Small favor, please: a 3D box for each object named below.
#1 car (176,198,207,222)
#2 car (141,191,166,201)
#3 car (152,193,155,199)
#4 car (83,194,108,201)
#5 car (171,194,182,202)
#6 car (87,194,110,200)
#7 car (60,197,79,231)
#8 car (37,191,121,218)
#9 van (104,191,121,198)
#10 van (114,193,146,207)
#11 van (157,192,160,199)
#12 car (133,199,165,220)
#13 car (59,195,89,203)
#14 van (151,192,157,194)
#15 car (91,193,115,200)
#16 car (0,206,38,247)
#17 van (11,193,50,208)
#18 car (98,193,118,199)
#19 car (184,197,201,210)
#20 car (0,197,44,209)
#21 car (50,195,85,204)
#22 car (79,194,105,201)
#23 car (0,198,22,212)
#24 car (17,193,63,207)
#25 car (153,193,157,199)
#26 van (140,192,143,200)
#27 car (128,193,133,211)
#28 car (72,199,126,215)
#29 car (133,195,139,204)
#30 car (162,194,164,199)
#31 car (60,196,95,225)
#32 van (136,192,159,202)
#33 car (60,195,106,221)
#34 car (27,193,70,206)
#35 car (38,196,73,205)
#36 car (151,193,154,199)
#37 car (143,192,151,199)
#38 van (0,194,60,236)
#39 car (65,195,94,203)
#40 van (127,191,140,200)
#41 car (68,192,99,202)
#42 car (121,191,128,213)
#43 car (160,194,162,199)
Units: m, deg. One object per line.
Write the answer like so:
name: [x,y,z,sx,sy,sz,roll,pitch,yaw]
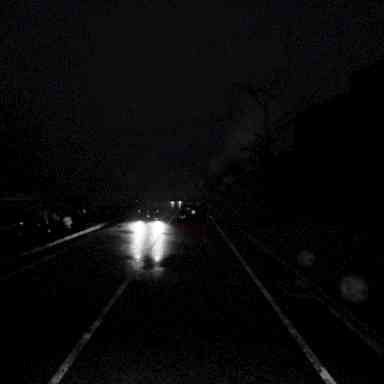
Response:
car: [0.104,1.450,25.794,2.163,1.488,4.792,0,0,0]
car: [-8.942,0.913,76.985,5.566,2.045,2.435,0,1,0]
car: [-8.942,1.398,54.555,4.674,1.452,2.002,0,0,0]
car: [-22.056,1.175,76.102,4.892,1.521,2.231,0,1,0]
car: [-3.237,1.233,69.158,1.837,1.490,4.892,0,0,0]
car: [-22.082,1.177,78.877,4.792,1.488,2.163,0,1,0]
car: [-8.934,1.312,18.109,4.553,1.767,2.185,0,0,0]
car: [-8.884,1.171,26.518,5.566,2.045,2.435,0,0,0]
van: [-22.185,0.787,92.751,4.442,1.987,1.878,0,1,0]
van: [-9.055,1.156,48.943,4.442,1.987,1.878,0,0,0]
van: [-8.838,1.073,62.965,4.442,1.987,1.878,0,1,0]
car: [-3.344,1.544,27.695,1.895,1.301,4.718,0,0,0]
car: [-22.028,1.305,62.223,5.008,1.535,2.097,0,0,0]
van: [-9.068,1.095,60.163,4.442,1.987,1.878,0,0,0]
car: [-21.870,1.117,81.652,5.366,1.575,1.946,0,1,0]
car: [-8.890,1.448,12.503,5.008,1.535,2.097,0,0,0]
van: [-22.131,1.163,45.562,4.442,1.987,1.878,0,0,0]
car: [-22.033,1.096,87.204,4.792,1.488,2.163,0,1,0]
car: [0.108,1.449,42.064,2.033,1.411,5.357,0,0,0]
car: [-22.197,1.391,42.788,5.366,1.575,1.946,0,0,0]
car: [-22.215,1.324,59.445,5.366,1.575,1.946,0,0,0]
car: [-22.051,1.200,73.326,5.008,1.535,2.097,0,1,0]
car: [-21.976,1.434,37.236,4.792,1.488,2.163,0,0,0]
car: [-22.046,1.133,48.338,5.566,2.045,2.435,0,0,0]
car: [-8.977,1.372,57.363,4.792,1.488,2.163,0,0,0]
van: [-9.048,1.166,43.338,4.442,1.987,1.878,0,0,0]
car: [-8.953,1.282,34.929,4.553,1.767,2.185,0,0,0]
car: [-8.916,1.452,32.126,4.674,1.452,2.002,0,0,0]
car: [-8.919,1.403,37.732,4.892,1.521,2.231,0,0,0]
car: [-8.967,1.258,71.381,4.674,1.452,2.002,0,1,0]
car: [-8.874,1.307,20.912,4.553,1.767,2.185,0,0,0]
van: [-9.078,1.019,68.575,4.442,1.987,1.878,0,1,0]
car: [-8.878,1.302,23.716,4.553,1.767,2.185,0,0,0]
car: [-21.992,1.123,51.115,5.566,2.045,2.435,0,0,0]
car: [-22.052,1.392,53.891,4.792,1.488,2.163,0,0,0]
car: [-8.948,1.371,51.751,4.892,1.521,2.231,0,0,0]
car: [-8.907,1.136,46.142,5.566,2.045,2.435,0,0,0]
van: [-8.782,1.217,15.305,4.442,1.987,1.878,0,0,0]
car: [-22.030,1.282,65.001,4.892,1.521,2.231,0,1,0]
van: [-9.045,1.171,40.535,4.442,1.987,1.878,0,0,0]
car: [-22.011,1.003,67.772,5.566,2.045,2.435,0,1,0]
car: [-8.887,1.166,29.322,5.566,2.045,2.435,0,0,0]
car: [-8.952,1.272,65.774,5.008,1.535,2.097,0,1,0]
